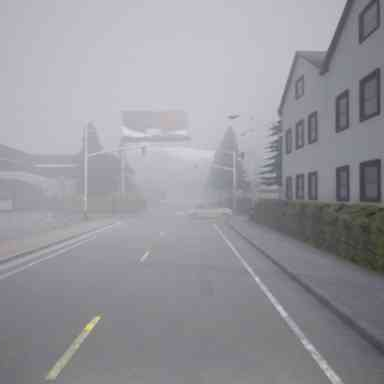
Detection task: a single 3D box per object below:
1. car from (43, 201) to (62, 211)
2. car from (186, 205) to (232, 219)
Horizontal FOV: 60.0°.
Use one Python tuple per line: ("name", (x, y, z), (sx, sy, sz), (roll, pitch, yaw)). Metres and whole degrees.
("car", (-22.187, 2.277, 55.017), (4.611, 1.667, 2.242), (0, -1, 0))
("car", (1.771, 2.011, 34.165), (4.718, 1.301, 1.895), (0, -2, 1))
